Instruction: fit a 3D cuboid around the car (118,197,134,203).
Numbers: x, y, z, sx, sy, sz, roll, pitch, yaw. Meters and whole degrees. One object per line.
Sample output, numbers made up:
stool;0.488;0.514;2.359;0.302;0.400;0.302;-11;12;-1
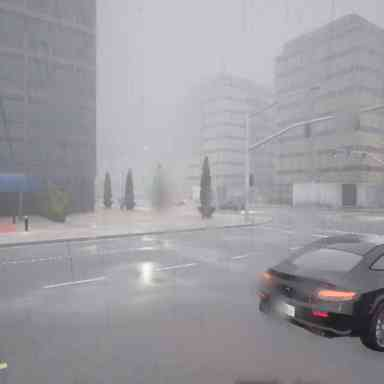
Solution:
car;-13.078;1.608;65.791;1.994;1.385;4.181;0;0;-35

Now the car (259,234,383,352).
car;3.247;1.526;6.136;4.674;1.442;1.812;0;0;-35

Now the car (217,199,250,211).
car;4.958;1.564;39.895;1.994;1.385;4.181;0;0;-35

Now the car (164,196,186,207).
car;-2.832;1.352;51.014;2.097;1.767;4.553;0;0;-35
